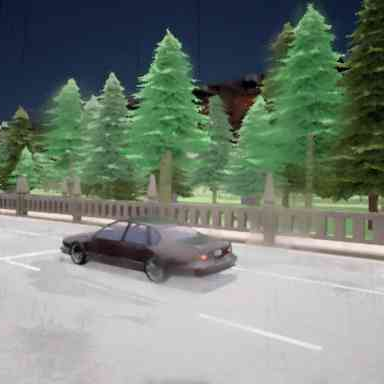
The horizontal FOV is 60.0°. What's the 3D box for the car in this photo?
[{"bbox_3d":[-1.431,1.433,9.294,5.357,1.411,2.033,1,1,36],"label":"car"}]
